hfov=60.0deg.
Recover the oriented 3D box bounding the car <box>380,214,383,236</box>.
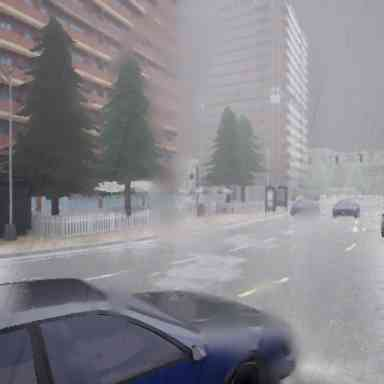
[{"bbox_3d":[11.066,1.528,17.613,2.033,1.411,5.357,0,0,30],"label":"car"}]

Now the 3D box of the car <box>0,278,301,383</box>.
[{"bbox_3d":[-1.324,1.546,2.828,5.357,1.411,2.033,0,0,-39],"label":"car"}]

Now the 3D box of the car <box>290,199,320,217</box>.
[{"bbox_3d":[10.571,1.451,30.968,1.882,1.535,5.008,0,0,30],"label":"car"}]

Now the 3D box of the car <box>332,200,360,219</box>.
[{"bbox_3d":[13.606,1.449,29.224,1.882,1.535,5.008,0,0,30],"label":"car"}]
